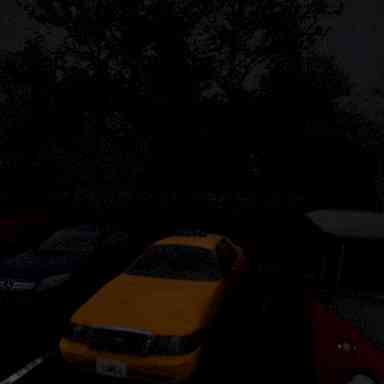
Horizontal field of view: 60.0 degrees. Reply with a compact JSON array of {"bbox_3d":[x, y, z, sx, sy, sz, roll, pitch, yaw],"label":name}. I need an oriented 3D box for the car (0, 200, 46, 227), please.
[{"bbox_3d":[-7.371,1.202,11.254,2.435,2.045,5.566,0,-1,14],"label":"car"}]

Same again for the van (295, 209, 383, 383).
[{"bbox_3d":[2.337,1.258,4.302,1.878,1.987,4.442,1,0,15],"label":"van"}]

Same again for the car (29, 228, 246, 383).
[{"bbox_3d":[-0.110,1.470,5.950,1.946,1.575,5.366,1,0,15],"label":"car"}]

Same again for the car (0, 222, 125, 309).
[{"bbox_3d":[-2.493,1.507,7.838,2.002,1.452,4.674,1,0,15],"label":"car"}]
